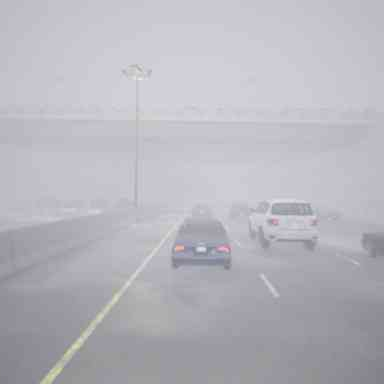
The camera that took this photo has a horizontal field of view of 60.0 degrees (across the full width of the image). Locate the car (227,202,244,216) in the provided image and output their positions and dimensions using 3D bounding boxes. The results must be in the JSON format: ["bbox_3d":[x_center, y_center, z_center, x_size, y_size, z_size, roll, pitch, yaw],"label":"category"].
[{"bbox_3d":[4.467,1.727,31.559,1.837,1.490,4.892,1,0,2],"label":"car"}]

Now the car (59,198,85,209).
[{"bbox_3d":[-16.263,1.587,46.298,1.994,1.385,4.181,1,0,2],"label":"car"}]

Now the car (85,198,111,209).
[{"bbox_3d":[-12.752,1.563,46.636,2.128,1.511,4.902,1,0,2],"label":"car"}]

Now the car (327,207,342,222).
[{"bbox_3d":[11.399,1.904,29.414,1.895,1.301,4.718,1,0,2],"label":"car"}]

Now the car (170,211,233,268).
[{"bbox_3d":[0.338,1.612,11.511,2.033,1.411,5.357,1,0,2],"label":"car"}]

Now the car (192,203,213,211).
[{"bbox_3d":[0.975,1.742,31.906,1.994,1.385,4.181,1,0,2],"label":"car"}]

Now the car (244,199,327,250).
[{"bbox_3d":[3.976,1.353,15.276,2.150,2.045,5.566,1,0,2],"label":"car"}]

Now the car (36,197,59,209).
[{"bbox_3d":[-19.765,1.454,46.236,1.882,1.535,5.008,1,0,2],"label":"car"}]

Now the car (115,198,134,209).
[{"bbox_3d":[-9.265,1.621,46.270,1.837,1.490,4.892,1,0,2],"label":"car"}]

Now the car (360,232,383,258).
[{"bbox_3d":[7.308,1.753,10.615,1.895,1.301,4.718,1,0,2],"label":"car"}]

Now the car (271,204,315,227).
[{"bbox_3d":[7.787,1.787,26.292,2.033,1.411,5.357,1,0,2],"label":"car"}]
